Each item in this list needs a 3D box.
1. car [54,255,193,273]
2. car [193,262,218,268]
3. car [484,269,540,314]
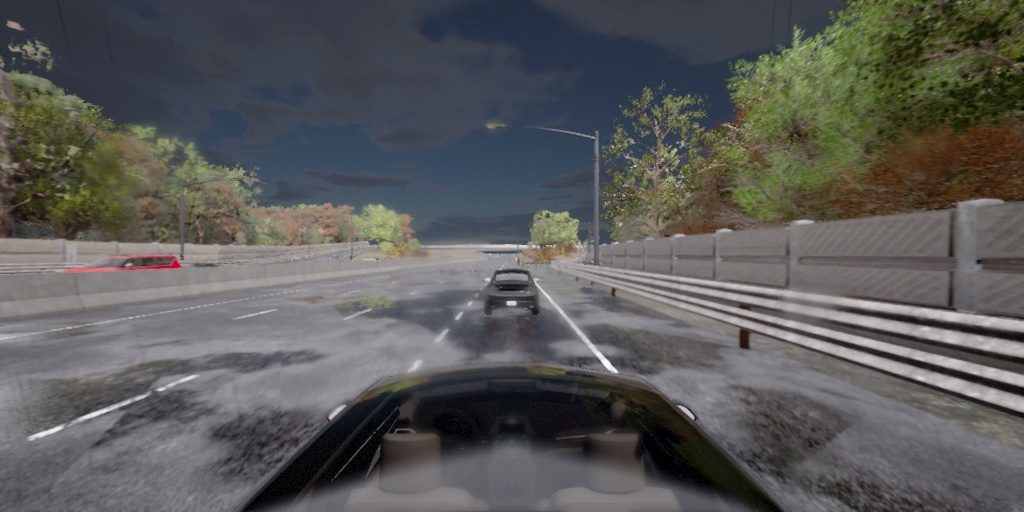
[{"bbox_3d":[-21.087,0.956,19.542,2.150,2.045,5.566,0,0,0],"label":"car"},{"bbox_3d":[-24.562,1.208,27.335,1.882,1.535,5.008,0,0,0],"label":"car"},{"bbox_3d":[0.003,1.243,13.679,1.837,1.490,4.892,0,0,0],"label":"car"}]
